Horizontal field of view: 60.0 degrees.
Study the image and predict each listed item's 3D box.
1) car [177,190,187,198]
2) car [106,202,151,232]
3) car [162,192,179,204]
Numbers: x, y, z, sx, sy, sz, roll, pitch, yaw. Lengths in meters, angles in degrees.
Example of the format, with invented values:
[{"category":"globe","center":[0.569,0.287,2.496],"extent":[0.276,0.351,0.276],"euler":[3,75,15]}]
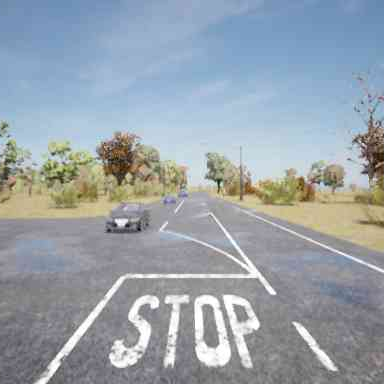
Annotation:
[{"category":"car","center":[-2.649,0.420,88.855],"extent":[2.150,2.045,5.566],"euler":[0,1,5]},{"category":"car","center":[-3.472,1.331,18.799],"extent":[2.128,1.511,4.902],"euler":[0,0,0]},{"category":"car","center":[-3.439,1.090,51.147],"extent":[1.812,1.442,4.674],"euler":[0,1,0]}]
